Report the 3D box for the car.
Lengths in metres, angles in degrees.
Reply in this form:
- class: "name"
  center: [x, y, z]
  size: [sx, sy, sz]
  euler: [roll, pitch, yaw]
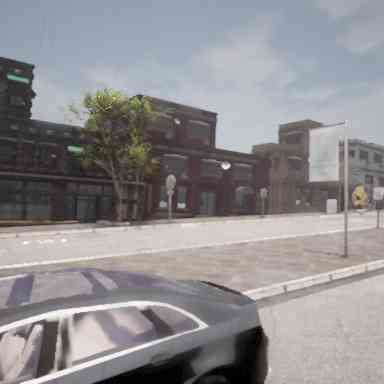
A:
- class: "car"
  center: [-1.491, 1.493, 2.630]
  size: [4.902, 1.511, 2.128]
  euler: [1, 0, -36]
